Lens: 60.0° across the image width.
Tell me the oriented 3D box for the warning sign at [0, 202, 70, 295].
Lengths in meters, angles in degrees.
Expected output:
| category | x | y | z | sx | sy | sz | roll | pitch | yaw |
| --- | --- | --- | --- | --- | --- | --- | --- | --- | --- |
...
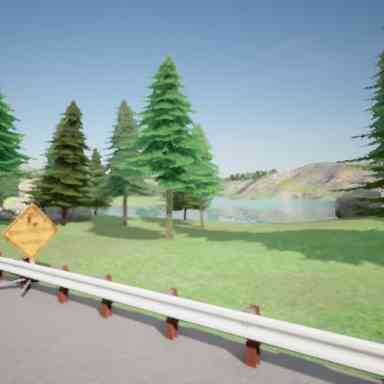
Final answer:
| category | x | y | z | sx | sy | sz | roll | pitch | yaw |
| --- | --- | --- | --- | --- | --- | --- | --- | --- | --- |
| warning sign | -3.691 | 1.192 | 7.648 | 1.060 | 1.860 | 1.300 | -1 | 0 | 37 |
